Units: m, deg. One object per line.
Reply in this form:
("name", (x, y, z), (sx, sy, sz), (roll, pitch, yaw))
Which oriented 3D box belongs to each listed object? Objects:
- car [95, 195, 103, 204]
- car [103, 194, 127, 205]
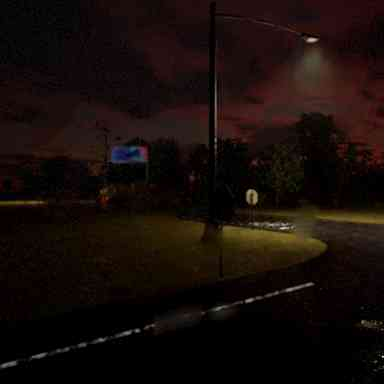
("car", (-16.179, 1.234, 61.013), (2.097, 1.767, 4.553), (0, 0, -34))
("car", (-12.706, 1.245, 55.930), (2.097, 1.767, 4.553), (0, 0, -34))
